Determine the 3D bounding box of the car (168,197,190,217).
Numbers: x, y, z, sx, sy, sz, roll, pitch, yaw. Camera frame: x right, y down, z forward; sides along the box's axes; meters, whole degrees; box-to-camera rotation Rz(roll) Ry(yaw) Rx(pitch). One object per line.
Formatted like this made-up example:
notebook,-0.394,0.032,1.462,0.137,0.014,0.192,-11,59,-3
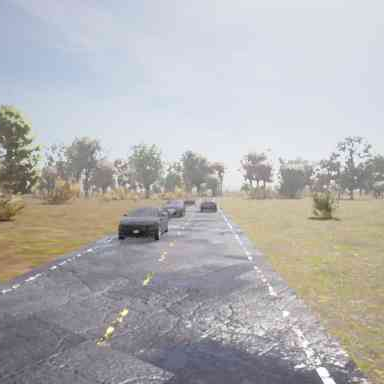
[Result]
car,-1.625,1.488,30.660,2.128,1.511,4.902,0,0,3

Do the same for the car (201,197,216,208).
car,2.439,1.535,48.610,2.033,1.411,5.357,0,0,3

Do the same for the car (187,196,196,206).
car,-0.367,1.462,56.380,1.882,1.535,5.008,0,0,3

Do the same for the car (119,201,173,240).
car,-2.325,1.477,17.096,1.882,1.535,5.008,0,0,3

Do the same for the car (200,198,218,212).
car,1.925,1.486,38.317,2.128,1.511,4.902,0,0,3
